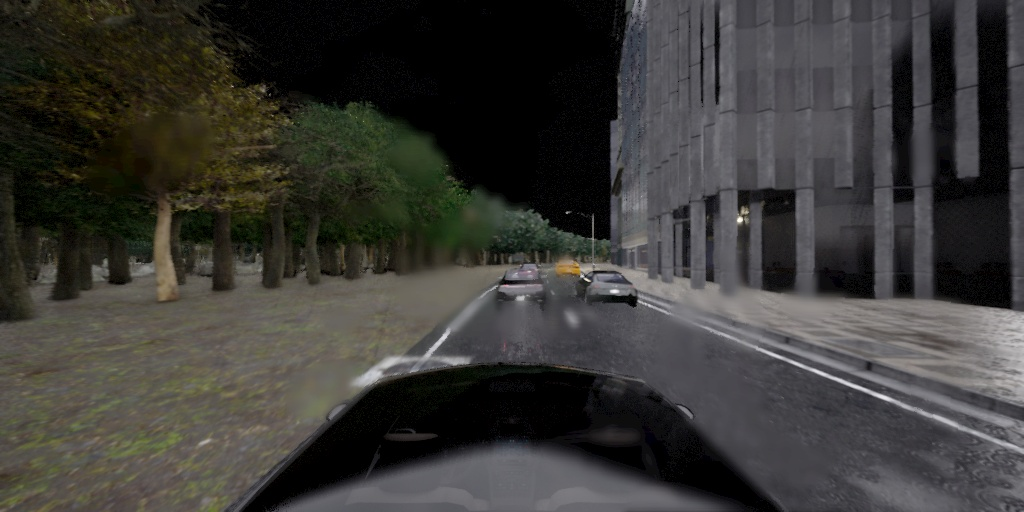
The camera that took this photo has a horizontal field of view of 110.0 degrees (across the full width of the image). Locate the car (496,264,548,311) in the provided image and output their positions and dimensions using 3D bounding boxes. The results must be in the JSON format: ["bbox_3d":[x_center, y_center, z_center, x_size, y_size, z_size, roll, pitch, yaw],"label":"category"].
[{"bbox_3d":[0.426,1.234,14.397,2.128,1.511,4.902,0,0,2],"label":"car"}]

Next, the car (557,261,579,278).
[{"bbox_3d":[5.267,1.171,33.476,1.882,1.535,5.008,0,0,6],"label":"car"}]

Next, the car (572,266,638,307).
[{"bbox_3d":[3.982,1.309,15.621,1.994,1.385,4.181,0,0,2],"label":"car"}]
